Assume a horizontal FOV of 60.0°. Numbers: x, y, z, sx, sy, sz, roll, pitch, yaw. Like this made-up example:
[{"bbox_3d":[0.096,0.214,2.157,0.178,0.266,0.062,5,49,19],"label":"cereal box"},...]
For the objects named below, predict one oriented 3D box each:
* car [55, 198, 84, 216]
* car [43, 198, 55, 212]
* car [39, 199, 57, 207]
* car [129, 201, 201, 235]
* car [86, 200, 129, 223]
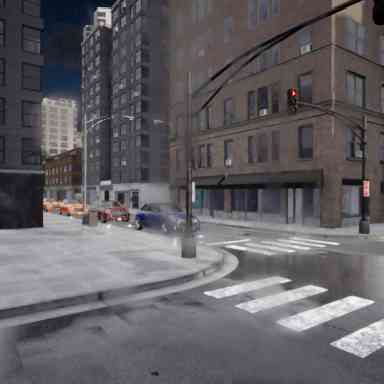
[{"bbox_3d":[-12.313,1.502,34.610,2.097,1.767,4.553,0,0,-35],"label":"car"},{"bbox_3d":[-17.924,1.543,42.487,2.097,1.767,4.553,0,0,-35],"label":"car"},{"bbox_3d":[-24.835,1.864,57.164,1.895,1.301,4.718,0,0,-35],"label":"car"},{"bbox_3d":[-1.513,1.421,19.459,2.097,1.767,4.553,0,0,-38],"label":"car"},{"bbox_3d":[-6.713,1.460,26.741,2.097,1.767,4.553,0,0,-35],"label":"car"}]
